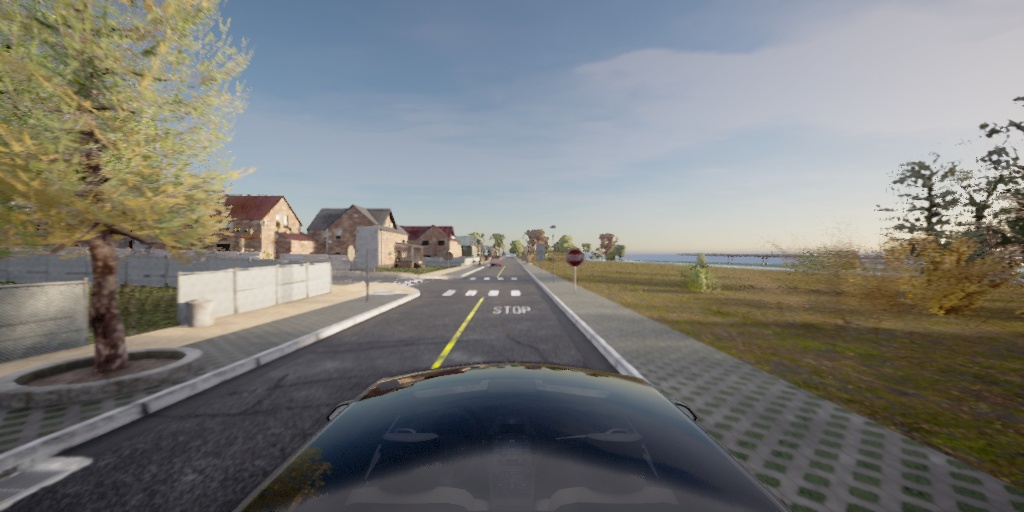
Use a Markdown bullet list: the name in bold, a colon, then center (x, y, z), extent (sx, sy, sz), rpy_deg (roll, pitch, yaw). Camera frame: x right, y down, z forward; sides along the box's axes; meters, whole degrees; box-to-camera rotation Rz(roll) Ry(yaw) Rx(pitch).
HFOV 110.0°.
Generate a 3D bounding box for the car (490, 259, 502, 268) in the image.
- **car**: center (-2.739, 1.202, 61.188), extent (1.882, 1.535, 5.008), rpy_deg (0, 1, 0)
